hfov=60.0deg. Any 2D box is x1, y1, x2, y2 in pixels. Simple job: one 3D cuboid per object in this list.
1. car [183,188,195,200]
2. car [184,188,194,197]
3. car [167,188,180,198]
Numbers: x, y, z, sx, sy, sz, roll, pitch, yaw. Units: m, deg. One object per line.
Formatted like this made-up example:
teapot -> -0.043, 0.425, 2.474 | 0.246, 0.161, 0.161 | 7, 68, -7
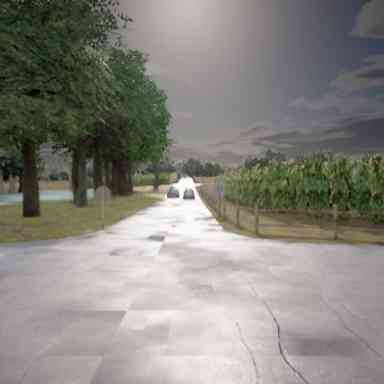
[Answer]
car -> -0.492, 0.477, 54.675 | 1.994, 1.385, 4.181 | 0, 2, -1
car -> -0.582, 0.023, 64.668 | 1.882, 1.535, 5.008 | 0, 2, -1
car -> -3.280, 0.120, 58.844 | 2.097, 1.767, 4.553 | 0, 2, -1
